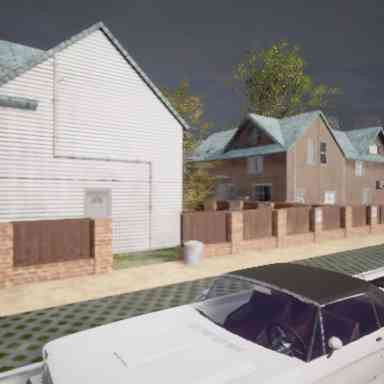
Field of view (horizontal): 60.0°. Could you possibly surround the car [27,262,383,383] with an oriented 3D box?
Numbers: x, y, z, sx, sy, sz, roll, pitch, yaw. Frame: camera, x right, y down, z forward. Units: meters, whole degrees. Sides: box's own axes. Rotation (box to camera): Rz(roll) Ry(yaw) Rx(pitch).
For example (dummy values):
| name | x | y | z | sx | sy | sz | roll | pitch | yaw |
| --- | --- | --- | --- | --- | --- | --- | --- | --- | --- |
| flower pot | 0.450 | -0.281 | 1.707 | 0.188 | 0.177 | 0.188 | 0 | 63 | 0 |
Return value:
| name | x | y | z | sx | sy | sz | roll | pitch | yaw |
| --- | --- | --- | --- | --- | --- | --- | --- | --- | --- |
| car | 0.867 | 1.597 | 3.652 | 4.718 | 1.301 | 1.895 | 0 | 0 | -35 |
